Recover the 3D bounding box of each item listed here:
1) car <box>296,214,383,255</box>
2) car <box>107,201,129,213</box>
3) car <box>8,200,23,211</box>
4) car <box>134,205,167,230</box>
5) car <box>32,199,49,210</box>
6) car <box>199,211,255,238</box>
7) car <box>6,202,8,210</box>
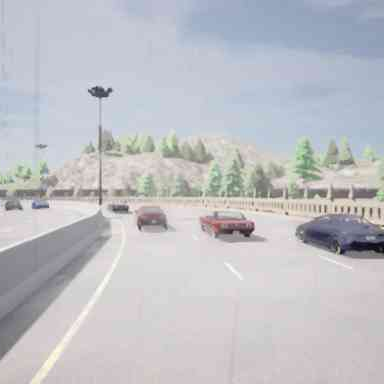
[{"bbox_3d":[5.892,1.568,13.469,1.994,1.385,4.181,0,0,-8],"label":"car"},{"bbox_3d":[-8.979,1.784,39.929,1.895,1.301,4.718,0,0,-24],"label":"car"},{"bbox_3d":[-25.537,1.870,47.799,1.837,1.490,4.892,0,0,-33],"label":"car"},{"bbox_3d":[-2.781,1.599,21.913,1.812,1.442,4.674,0,0,-13],"label":"car"},{"bbox_3d":[-22.812,1.829,50.070,1.882,1.535,5.008,0,0,-33],"label":"car"},{"bbox_3d":[1.677,1.638,17.874,1.895,1.301,4.718,0,0,-11],"label":"car"},{"bbox_3d":[-7.858,1.281,9.779,2.150,2.045,5.566,0,0,-7],"label":"car"}]
